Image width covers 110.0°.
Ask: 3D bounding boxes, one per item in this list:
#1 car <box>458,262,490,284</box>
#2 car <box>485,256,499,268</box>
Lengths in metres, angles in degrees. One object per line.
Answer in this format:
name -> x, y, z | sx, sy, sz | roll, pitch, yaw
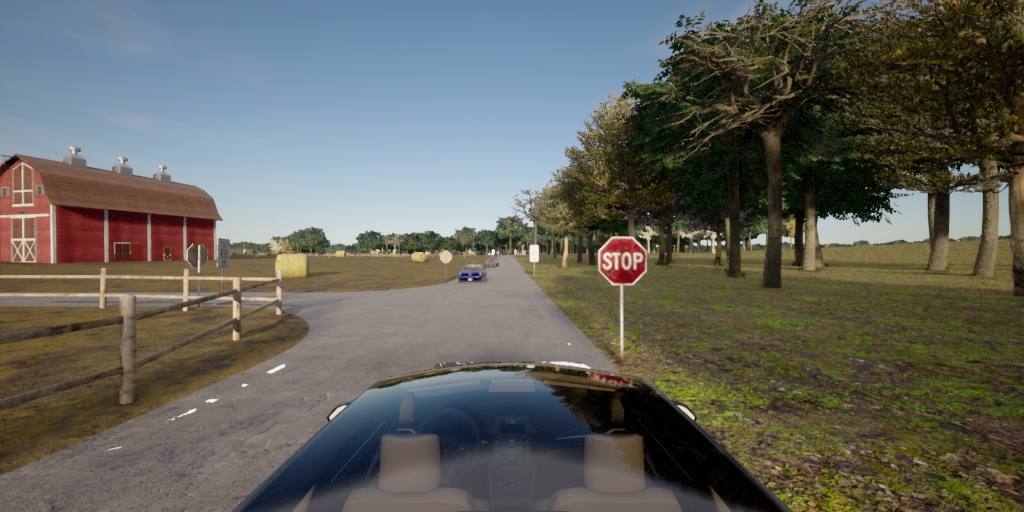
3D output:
car -> -2.920, 1.339, 27.115 | 1.895, 1.301, 4.718 | 0, 0, 0
car -> -3.116, 0.865, 55.789 | 2.097, 1.767, 4.553 | 0, 1, 0
